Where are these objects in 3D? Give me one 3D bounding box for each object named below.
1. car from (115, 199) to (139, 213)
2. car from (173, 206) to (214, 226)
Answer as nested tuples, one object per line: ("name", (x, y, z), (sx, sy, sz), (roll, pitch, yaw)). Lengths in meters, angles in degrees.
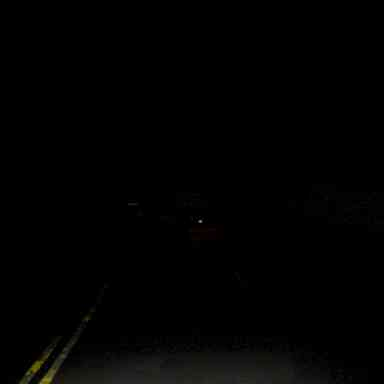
("car", (-8.090, 1.619, 39.660), (2.128, 1.511, 4.902), (0, 0, -38))
("car", (-0.067, 1.671, 24.261), (1.895, 1.301, 4.718), (0, 0, -16))
